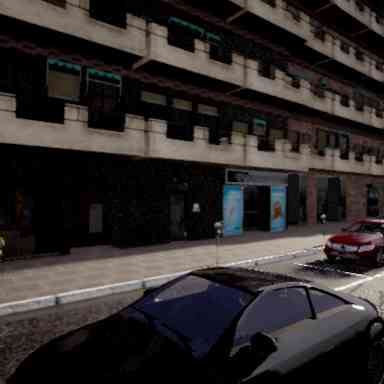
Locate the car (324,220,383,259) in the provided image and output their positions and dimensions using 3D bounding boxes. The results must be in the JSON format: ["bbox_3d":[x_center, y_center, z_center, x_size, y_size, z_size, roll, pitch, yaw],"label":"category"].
[{"bbox_3d":[6.283,1.633,11.492,4.206,1.307,1.802,0,0,-38],"label":"car"}]

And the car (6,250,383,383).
[{"bbox_3d":[0.355,1.585,3.554,4.181,1.385,1.994,0,0,-38],"label":"car"}]
